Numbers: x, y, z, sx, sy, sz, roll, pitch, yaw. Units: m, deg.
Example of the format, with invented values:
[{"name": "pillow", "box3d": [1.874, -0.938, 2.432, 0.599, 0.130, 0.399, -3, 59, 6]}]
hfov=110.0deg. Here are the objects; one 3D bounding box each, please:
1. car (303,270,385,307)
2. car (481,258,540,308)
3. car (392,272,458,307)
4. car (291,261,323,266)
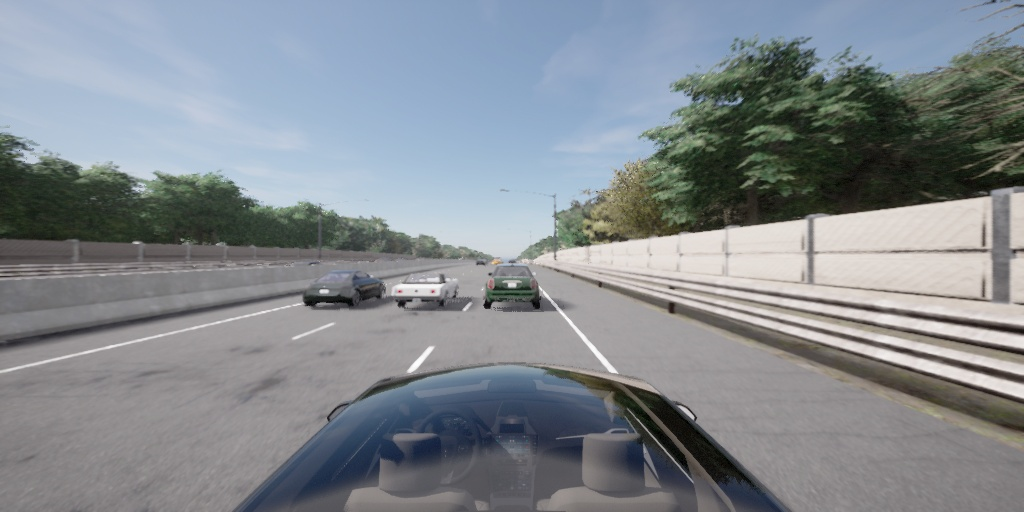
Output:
[{"name": "car", "box3d": [-7.000, 1.299, 15.383, 1.994, 1.385, 4.181, 0, 0, 0]}, {"name": "car", "box3d": [0.002, 1.096, 15.342, 2.097, 1.767, 4.553, 0, 0, 0]}, {"name": "car", "box3d": [-3.498, 1.340, 15.411, 1.895, 1.301, 4.718, 0, 0, 0]}, {"name": "car", "box3d": [-17.539, 1.214, 30.341, 1.837, 1.490, 4.892, 0, 0, 1]}]
